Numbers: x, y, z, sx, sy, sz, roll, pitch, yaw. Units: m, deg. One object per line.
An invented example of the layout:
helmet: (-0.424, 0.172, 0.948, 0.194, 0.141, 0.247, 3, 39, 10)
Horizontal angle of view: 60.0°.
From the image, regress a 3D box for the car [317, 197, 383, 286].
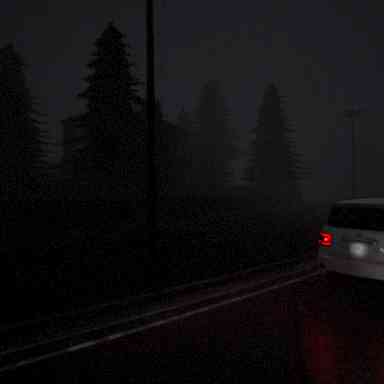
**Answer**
car: (5.212, 1.139, 8.233, 5.566, 2.045, 2.150, -1, 0, -42)
